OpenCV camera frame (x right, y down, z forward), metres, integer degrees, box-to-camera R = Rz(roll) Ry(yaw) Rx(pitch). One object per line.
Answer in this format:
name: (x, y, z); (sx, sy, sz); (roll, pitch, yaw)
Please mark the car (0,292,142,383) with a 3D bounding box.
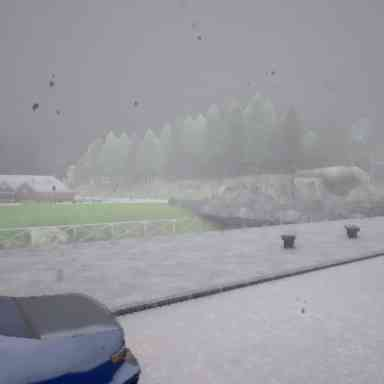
car: (-3.062, 1.549, 2.306); (5.357, 1.411, 2.033); (0, 0, -35)
